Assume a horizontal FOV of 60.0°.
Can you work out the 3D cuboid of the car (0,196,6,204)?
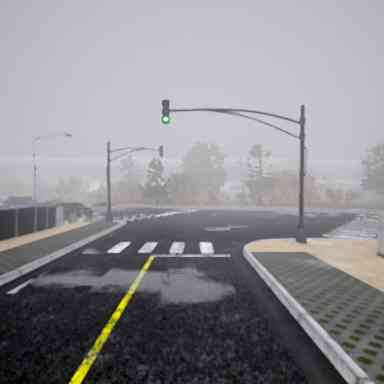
[{"bbox_3d":[-38.979,1.634,65.471,4.902,1.511,2.128,-1,2,36],"label":"car"}]

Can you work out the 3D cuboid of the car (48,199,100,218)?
[{"bbox_3d":[-12.009,1.743,33.722,4.892,1.490,1.837,-1,2,34],"label":"car"}]

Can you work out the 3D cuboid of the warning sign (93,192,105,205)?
[{"bbox_3d":[-14.259,1.015,51.063,1.060,1.860,1.300,2,1,36],"label":"warning sign"}]

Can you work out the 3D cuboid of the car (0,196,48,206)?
[{"bbox_3d":[-19.998,1.528,39.516,5.566,2.045,2.150,0,2,36],"label":"car"}]

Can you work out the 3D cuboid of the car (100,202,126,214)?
[{"bbox_3d":[-9.308,1.723,35.777,4.718,1.301,1.895,-1,2,36],"label":"car"}]

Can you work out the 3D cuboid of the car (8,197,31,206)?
[{"bbox_3d":[-30.873,1.697,59.590,4.181,1.385,1.994,-1,2,36],"label":"car"}]
